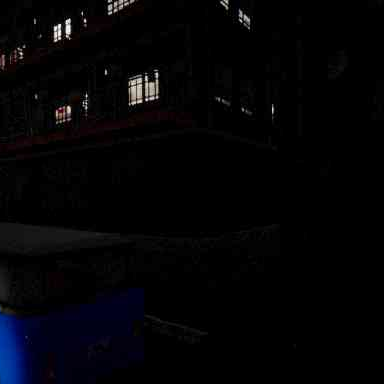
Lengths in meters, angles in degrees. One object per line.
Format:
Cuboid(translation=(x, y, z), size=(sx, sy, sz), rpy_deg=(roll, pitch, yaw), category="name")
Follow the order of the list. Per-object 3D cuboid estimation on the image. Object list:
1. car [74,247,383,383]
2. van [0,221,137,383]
Cuboid(translation=(2.037, 1.315, 1.243), size=(5.009, 1.841, 2.192), rpy_deg=(0, -1, 36), category="car")
Cuboid(translation=(-2.453, 1.344, 4.475), size=(3.998, 1.788, 1.690), rpy_deg=(0, -1, 36), category="van")
